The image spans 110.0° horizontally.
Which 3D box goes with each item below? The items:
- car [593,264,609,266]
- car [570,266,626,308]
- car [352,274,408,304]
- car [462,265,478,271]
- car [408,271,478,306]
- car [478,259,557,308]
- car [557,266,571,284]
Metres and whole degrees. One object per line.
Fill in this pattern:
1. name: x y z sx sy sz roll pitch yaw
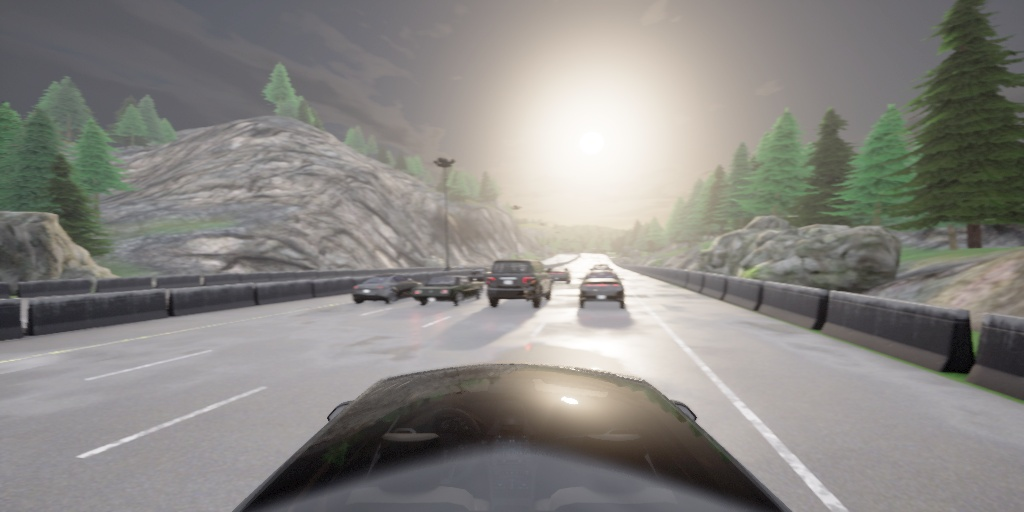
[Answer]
1. car: 7.533 1.445 30.275 2.097 1.767 4.553 -1 -1 14
2. car: 3.974 1.372 15.916 2.128 1.511 4.902 -1 -1 14
3. car: -6.208 1.620 18.461 1.994 1.385 4.181 -1 -1 14
4. car: -2.598 1.782 33.024 1.837 1.490 4.892 -1 -1 14
5. car: -2.869 1.595 17.401 1.895 1.301 4.718 -1 -1 14
6. car: 0.503 1.150 16.486 2.150 2.045 5.566 -1 -1 14
7. car: 4.195 1.650 31.341 2.128 1.511 4.902 -1 -1 14
